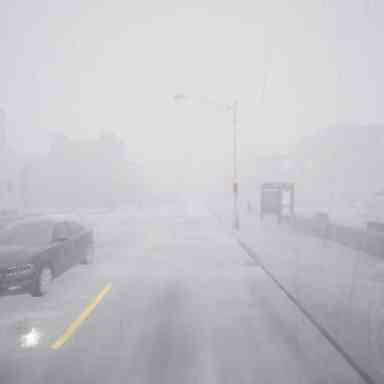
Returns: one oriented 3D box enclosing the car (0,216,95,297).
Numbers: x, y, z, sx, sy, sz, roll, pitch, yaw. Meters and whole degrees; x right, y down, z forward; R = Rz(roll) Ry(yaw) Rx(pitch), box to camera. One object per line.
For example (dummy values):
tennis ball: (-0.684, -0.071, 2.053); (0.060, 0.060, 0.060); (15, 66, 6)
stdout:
car: (-4.078, 1.472, 8.798); (1.882, 1.535, 5.008); (0, 0, 0)

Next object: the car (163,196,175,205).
car: (-4.006, 1.470, 57.917); (2.128, 1.511, 4.902); (0, 0, 0)
